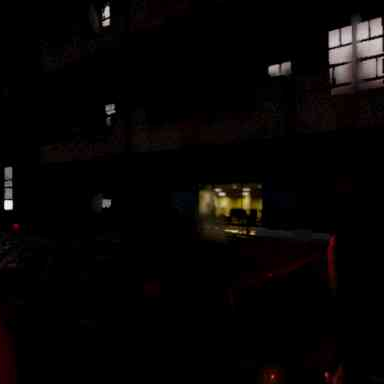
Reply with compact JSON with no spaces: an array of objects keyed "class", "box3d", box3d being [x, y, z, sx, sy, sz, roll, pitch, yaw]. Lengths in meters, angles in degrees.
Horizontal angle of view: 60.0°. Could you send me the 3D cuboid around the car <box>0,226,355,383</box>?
[{"class":"car","box3d":[-0.981,1.305,3.596,5.009,1.841,2.192,0,-1,36]}]
